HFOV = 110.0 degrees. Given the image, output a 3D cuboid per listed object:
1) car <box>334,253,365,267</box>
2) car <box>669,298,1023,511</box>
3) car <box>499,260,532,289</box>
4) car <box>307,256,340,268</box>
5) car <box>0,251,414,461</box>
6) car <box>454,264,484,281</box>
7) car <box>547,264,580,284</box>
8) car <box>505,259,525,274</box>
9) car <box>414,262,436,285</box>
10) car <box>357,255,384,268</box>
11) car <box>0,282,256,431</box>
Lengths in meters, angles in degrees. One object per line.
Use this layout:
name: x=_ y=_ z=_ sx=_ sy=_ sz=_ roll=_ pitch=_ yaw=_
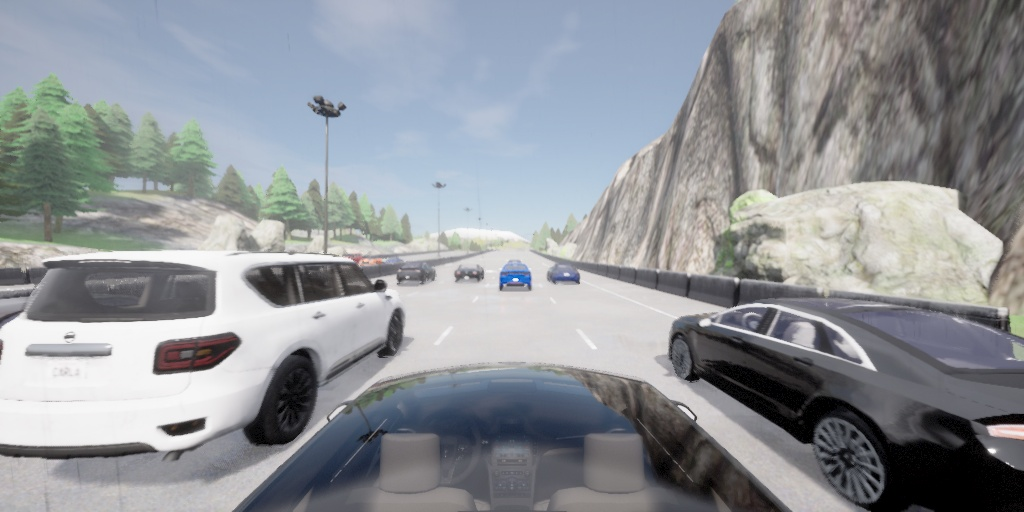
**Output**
car: x=-24.225 y=0.557 z=53.754 sx=2.150 sy=2.045 sz=5.566 roll=0 pitch=1 yaw=1
car: x=3.613 y=1.245 z=4.293 sx=2.128 sy=1.511 sz=4.902 roll=0 pitch=0 yaw=0
car: x=0.214 y=1.179 z=22.468 sx=1.882 sy=1.535 sz=5.008 roll=0 pitch=0 yaw=0
car: x=-27.739 y=0.837 z=53.008 sx=2.128 sy=1.511 sz=4.902 roll=0 pitch=1 yaw=1
car: x=-3.382 y=0.973 z=5.419 sx=2.150 sy=2.045 sz=5.566 roll=0 pitch=0 yaw=0
car: x=-3.253 y=1.261 z=28.207 sx=1.895 sy=1.301 sz=4.718 roll=0 pitch=0 yaw=0
car: x=3.736 y=1.237 z=26.405 sx=1.994 sy=1.385 sz=4.181 roll=0 pitch=0 yaw=0
car: x=0.306 y=1.097 z=38.867 sx=2.033 sy=1.411 sz=5.357 roll=0 pitch=1 yaw=0
car: x=-6.768 y=1.169 z=25.717 sx=2.128 sy=1.511 sz=4.902 roll=0 pitch=0 yaw=0
car: x=-20.743 y=0.697 z=52.862 sx=2.097 sy=1.767 sz=4.553 roll=0 pitch=1 yaw=1
car: x=-6.881 y=1.301 z=5.522 sx=2.033 sy=1.411 sz=5.357 roll=0 pitch=0 yaw=0
